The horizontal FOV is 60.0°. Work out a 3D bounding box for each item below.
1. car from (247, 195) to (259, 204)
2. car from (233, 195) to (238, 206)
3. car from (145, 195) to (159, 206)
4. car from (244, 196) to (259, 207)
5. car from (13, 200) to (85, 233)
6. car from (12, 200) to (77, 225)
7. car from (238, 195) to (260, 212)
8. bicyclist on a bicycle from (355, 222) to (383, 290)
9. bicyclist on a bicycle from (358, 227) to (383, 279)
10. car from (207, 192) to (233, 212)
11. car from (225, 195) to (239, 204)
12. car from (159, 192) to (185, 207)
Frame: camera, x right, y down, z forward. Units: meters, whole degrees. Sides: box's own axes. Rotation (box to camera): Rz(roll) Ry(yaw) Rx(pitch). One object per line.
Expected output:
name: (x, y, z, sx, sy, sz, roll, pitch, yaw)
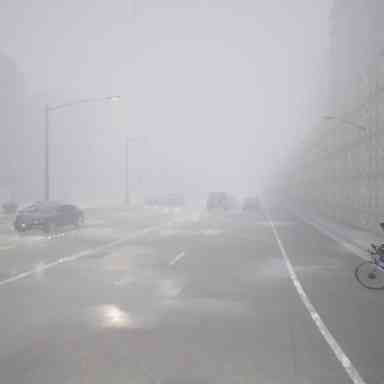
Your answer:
car: (10.432, 1.264, 56.714, 2.033, 1.411, 5.357, 0, 0, 11)
car: (4.967, 1.310, 47.207, 2.033, 1.411, 5.357, 0, 0, 11)
car: (-5.400, 1.229, 49.130, 1.882, 1.535, 5.008, 0, 0, 12)
car: (8.474, 1.329, 46.899, 1.994, 1.385, 4.181, 0, 0, 11)
car: (-7.911, 1.407, 18.928, 1.837, 1.490, 4.892, 0, 0, 11)
car: (-10.448, 1.381, 24.101, 1.837, 1.490, 4.892, 0, 0, 11)
car: (6.559, 1.363, 36.798, 2.033, 1.411, 5.357, 0, 0, 11)
bicyclist on a bicycle: (4.286, 1.415, 6.961, 1.656, 1.620, 0.582, 1, 14, 39)
bicyclist on a bicycle: (4.971, 1.694, 7.749, 1.656, 0.582, 1.620, 40, 28, 26)
car: (2.966, 1.037, 36.701, 2.150, 2.045, 5.566, 0, 0, 11)
car: (6.999, 1.260, 57.399, 2.033, 1.411, 5.357, 0, 0, 11)
car: (-2.433, 0.990, 46.203, 2.150, 2.045, 5.566, 0, 0, 12)
